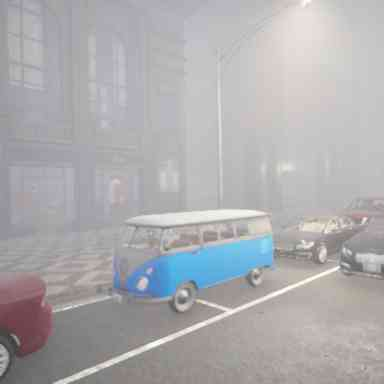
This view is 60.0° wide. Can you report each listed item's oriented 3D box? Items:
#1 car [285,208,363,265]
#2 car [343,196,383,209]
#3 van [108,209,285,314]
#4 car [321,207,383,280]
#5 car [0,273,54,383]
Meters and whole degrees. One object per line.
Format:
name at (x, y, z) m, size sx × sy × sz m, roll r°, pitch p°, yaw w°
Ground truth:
car at (4.245, 1.448, 11.272) m, size 4.403 × 1.369 × 2.008 m, roll -1°, pitch 0°, yaw -44°
car at (8.302, 1.119, 15.152) m, size 5.009 × 1.841 × 2.192 m, roll -1°, pitch 0°, yaw -44°
van at (0.178, 1.333, 7.391) m, size 3.998 × 1.788 × 1.690 m, roll -1°, pitch 0°, yaw -44°
car at (5.698, 1.361, 8.975) m, size 4.902 × 1.511 × 2.128 m, roll -1°, pitch 0°, yaw -44°
car at (-3.880, 1.631, 3.511) m, size 4.507 × 1.381 × 1.887 m, roll -1°, pitch 0°, yaw -44°
